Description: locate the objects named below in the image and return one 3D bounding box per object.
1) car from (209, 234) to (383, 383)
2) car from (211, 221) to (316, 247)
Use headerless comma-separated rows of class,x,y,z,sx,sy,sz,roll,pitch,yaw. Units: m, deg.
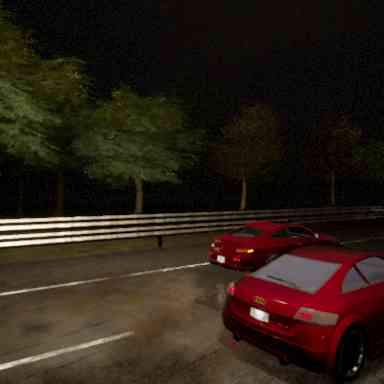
car,2.517,1.603,5.547,4.181,1.385,1.994,1,0,-36
car,2.622,1.584,9.930,4.674,1.442,1.812,1,0,-36
